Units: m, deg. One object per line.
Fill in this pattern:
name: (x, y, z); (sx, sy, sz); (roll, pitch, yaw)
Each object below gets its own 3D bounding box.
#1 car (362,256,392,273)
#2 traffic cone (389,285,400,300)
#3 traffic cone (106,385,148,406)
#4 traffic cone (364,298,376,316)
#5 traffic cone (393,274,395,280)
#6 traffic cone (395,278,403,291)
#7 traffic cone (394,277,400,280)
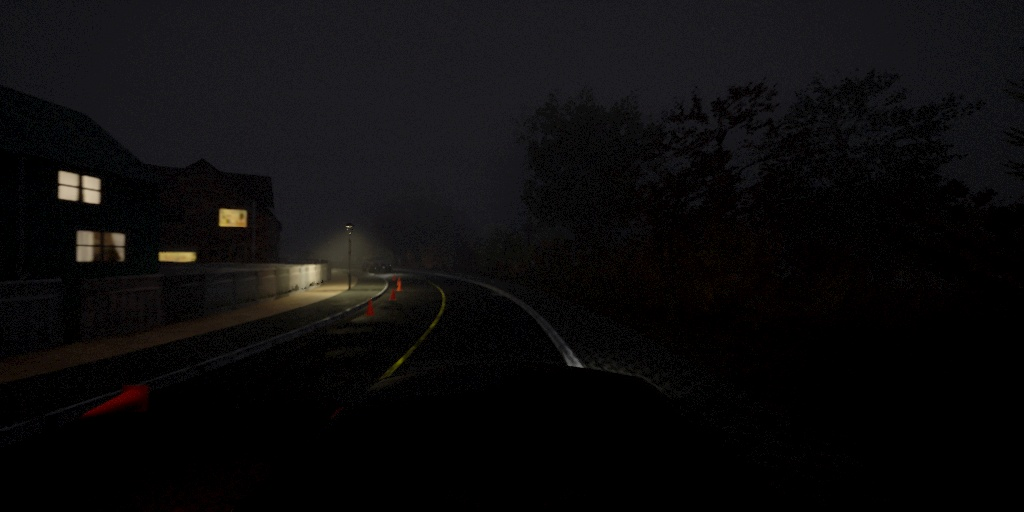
car: (-16.765, 0.987, 44.174); (2.150, 2.045, 5.566); (0, 0, -39)
traffic cone: (-5.829, 1.839, 17.574); (0.340, 0.580, 0.340); (0, 0, -11)
traffic cone: (-4.918, 1.568, 4.688); (0.340, 0.580, 0.340); (0, 0, -1)
traffic cone: (-5.071, 1.814, 12.827); (0.340, 0.580, 0.340); (0, 0, -7)
traffic cone: (-10.263, 1.827, 31.267); (0.340, 0.580, 0.340); (0, 0, -25)
traffic cone: (-6.952, 1.850, 22.248); (0.340, 0.580, 0.340); (0, 0, -16)
traffic cone: (-8.433, 1.846, 26.821); (0.340, 0.580, 0.340); (0, 0, -20)
